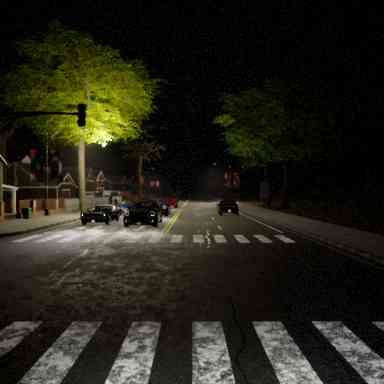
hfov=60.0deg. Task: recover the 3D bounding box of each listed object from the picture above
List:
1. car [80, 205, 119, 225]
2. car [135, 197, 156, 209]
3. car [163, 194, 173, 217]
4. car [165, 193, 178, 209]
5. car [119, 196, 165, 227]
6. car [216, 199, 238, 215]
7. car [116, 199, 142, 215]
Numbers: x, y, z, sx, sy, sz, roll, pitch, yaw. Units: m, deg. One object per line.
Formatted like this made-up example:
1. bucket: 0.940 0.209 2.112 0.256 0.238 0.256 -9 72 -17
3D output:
1. car: -6.476 1.594 24.040 1.895 1.301 4.718 0 0 0
2. car: -6.357 1.484 45.852 2.128 1.511 4.902 0 0 0
3. car: -3.190 1.344 31.400 2.097 1.767 4.553 0 0 0
4. car: -3.106 1.219 46.418 2.150 2.045 5.566 0 0 0
5. car: -3.235 1.345 22.542 2.097 1.767 4.553 0 0 0
6. car: 3.515 1.496 33.361 1.837 1.490 4.892 0 0 0
7. car: -6.415 1.518 34.211 1.812 1.442 4.674 0 0 0
